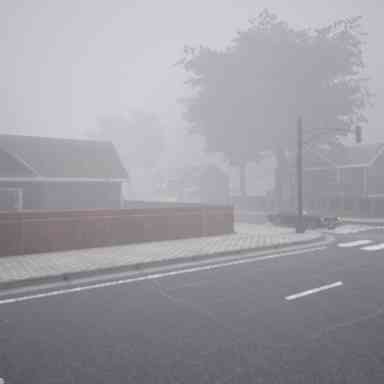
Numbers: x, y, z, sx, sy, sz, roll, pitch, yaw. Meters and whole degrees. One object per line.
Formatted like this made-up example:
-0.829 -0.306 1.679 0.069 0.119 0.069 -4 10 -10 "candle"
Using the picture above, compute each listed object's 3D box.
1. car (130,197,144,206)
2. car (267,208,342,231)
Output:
-9.271 1.660 54.307 2.097 1.767 4.553 -1 0 -28 "car"
7.120 1.686 21.465 1.895 1.301 4.718 -1 0 -30 "car"
